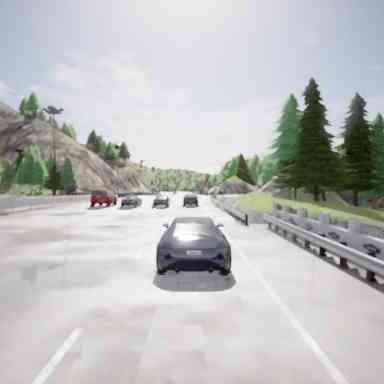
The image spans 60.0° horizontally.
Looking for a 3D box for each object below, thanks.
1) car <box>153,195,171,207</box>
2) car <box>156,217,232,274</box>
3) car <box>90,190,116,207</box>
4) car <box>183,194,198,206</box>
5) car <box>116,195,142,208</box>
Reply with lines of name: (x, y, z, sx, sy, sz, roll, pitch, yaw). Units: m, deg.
car: (-3.661, 1.067, 40.230, 2.033, 1.411, 5.357, 0, 1, 0)
car: (0.036, 1.431, 10.125, 1.994, 1.385, 4.181, 0, 1, 0)
car: (-10.665, 0.738, 40.533, 2.150, 2.045, 5.566, 0, 0, 0)
car: (-0.174, 0.976, 41.927, 1.882, 1.535, 5.008, 0, 1, 0)
car: (-7.155, 1.076, 39.561, 2.033, 1.411, 5.357, 0, 1, 0)
